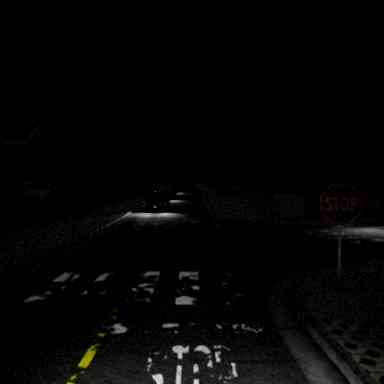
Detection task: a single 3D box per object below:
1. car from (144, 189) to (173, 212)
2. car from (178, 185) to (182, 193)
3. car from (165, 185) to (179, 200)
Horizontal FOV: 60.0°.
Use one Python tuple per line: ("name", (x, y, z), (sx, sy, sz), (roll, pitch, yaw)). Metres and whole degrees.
("car", (-2.918, 0.800, 28.649), (1.837, 1.490, 4.892), (0, 3, 0))
("car", (-2.919, -0.651, 62.828), (1.812, 1.442, 4.674), (0, 2, 0))
("car", (-2.946, 0.235, 42.633), (1.812, 1.442, 4.674), (0, 2, 0))
